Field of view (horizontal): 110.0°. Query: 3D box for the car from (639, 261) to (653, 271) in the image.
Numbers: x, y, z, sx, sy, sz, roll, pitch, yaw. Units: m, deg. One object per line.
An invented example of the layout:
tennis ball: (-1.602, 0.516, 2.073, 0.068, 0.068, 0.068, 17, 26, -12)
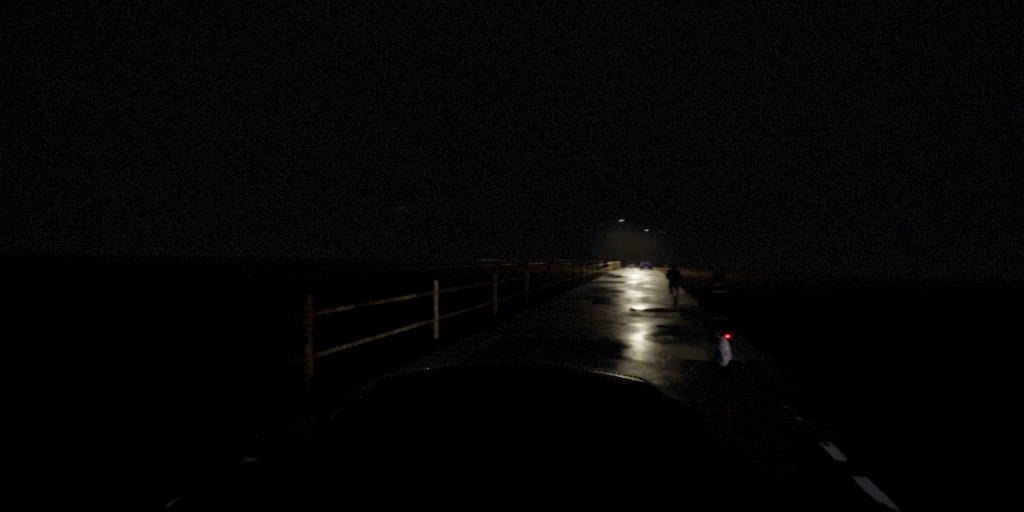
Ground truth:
car: (21.161, 1.569, 56.600, 1.812, 1.442, 4.674, -1, -1, 20)

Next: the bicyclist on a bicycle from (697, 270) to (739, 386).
bicyclist on a bicycle: (3.479, 1.120, 6.093, 0.659, 1.776, 1.843, -1, 0, 20)

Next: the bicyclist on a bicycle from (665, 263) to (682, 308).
bicyclist on a bicycle: (6.544, 1.158, 14.553, 0.659, 1.776, 1.843, -1, 0, 20)
